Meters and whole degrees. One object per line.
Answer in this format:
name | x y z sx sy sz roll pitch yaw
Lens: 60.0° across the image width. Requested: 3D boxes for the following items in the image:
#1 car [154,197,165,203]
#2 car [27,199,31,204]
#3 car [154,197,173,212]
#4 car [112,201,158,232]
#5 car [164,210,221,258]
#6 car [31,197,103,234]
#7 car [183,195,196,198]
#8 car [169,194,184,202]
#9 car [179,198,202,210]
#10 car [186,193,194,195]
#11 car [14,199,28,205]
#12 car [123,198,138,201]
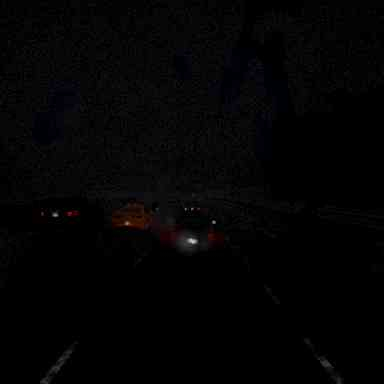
car | -6.938 1.743 72.058 1.895 1.301 4.718 0 0 0
car | -17.538 1.717 40.312 1.895 1.301 4.718 0 0 0
car | -3.468 1.612 36.849 1.837 1.490 4.892 0 0 0
car | -3.481 1.535 20.371 1.882 1.535 5.008 0 0 0
car | 0.012 1.595 12.851 1.994 1.385 4.181 0 0 0
car | -6.981 1.277 19.660 2.150 2.045 5.566 0 0 0
car | 0.044 1.609 50.353 1.882 1.535 5.008 0 0 0
car | -3.438 1.700 72.021 1.994 1.385 4.181 0 0 0
car | 0.030 1.646 33.841 2.033 1.411 5.357 0 0 0
car | 0.062 1.624 72.102 1.882 1.535 5.008 0 0 0
car | -21.023 1.613 42.777 2.128 1.511 4.902 0 0 0
car | -6.966 1.462 38.298 2.097 1.767 4.553 0 0 0
